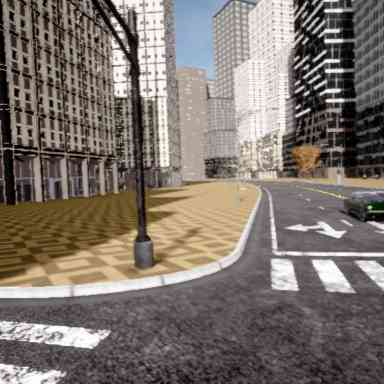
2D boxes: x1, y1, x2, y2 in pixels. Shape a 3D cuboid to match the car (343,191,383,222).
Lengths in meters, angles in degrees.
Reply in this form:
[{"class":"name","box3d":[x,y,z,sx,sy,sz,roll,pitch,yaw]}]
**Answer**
[{"class":"car","box3d":[8.921,0.624,16.417,1.895,1.301,4.718,-2,2,13]}]
